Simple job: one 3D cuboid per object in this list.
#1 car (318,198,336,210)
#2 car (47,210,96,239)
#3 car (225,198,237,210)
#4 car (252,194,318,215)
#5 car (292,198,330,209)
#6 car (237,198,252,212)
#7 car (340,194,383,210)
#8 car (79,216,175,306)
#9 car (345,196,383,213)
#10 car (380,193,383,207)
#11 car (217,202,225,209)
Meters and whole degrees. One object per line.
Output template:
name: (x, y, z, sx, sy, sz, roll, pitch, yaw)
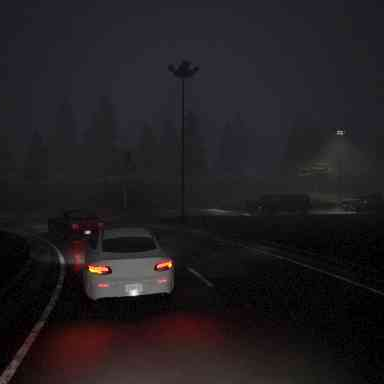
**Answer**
car: (15.674, 1.601, 42.286, 4.718, 1.301, 1.895, 0, 0, -14)
car: (-6.153, 1.601, 17.385, 1.895, 1.301, 4.718, 0, 0, -35)
car: (6.827, 1.526, 40.127, 4.674, 1.442, 1.812, 0, 0, -14)
car: (9.383, 1.222, 33.566, 5.566, 2.045, 2.150, 0, 0, -14)
car: (16.432, 1.526, 46.058, 4.674, 1.442, 1.812, 0, 0, -14)
car: (8.308, 1.221, 36.907, 5.566, 2.045, 2.150, 0, 0, -14)
car: (20.682, 1.223, 39.892, 5.566, 2.045, 2.150, 0, 0, -13)
car: (-1.650, 1.526, 8.089, 1.812, 1.442, 4.674, 0, 0, -16)
car: (19.691, 1.492, 36.054, 4.902, 1.511, 2.128, 0, 0, -14)
car: (31.246, 1.222, 49.621, 5.566, 2.045, 2.150, 0, 0, -13)
car: (6.085, 1.547, 43.570, 5.357, 1.411, 2.033, 0, 0, -14)
